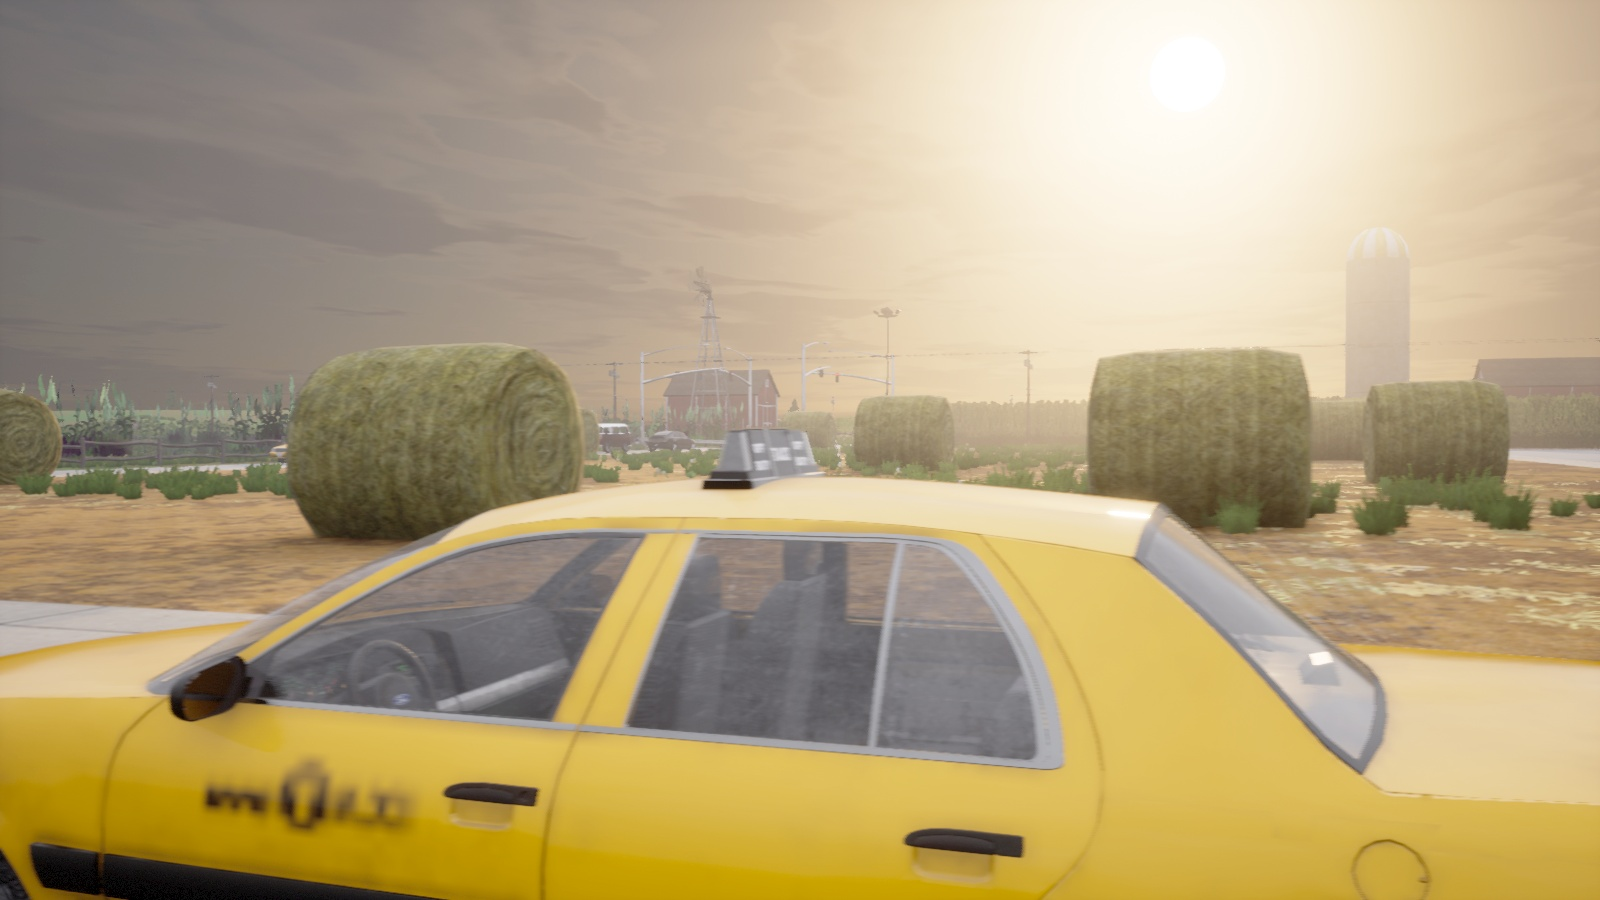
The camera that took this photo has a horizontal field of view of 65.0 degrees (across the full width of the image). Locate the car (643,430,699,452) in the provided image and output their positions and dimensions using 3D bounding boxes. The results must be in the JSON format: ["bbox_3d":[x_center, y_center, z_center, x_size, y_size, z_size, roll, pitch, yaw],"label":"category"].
[{"bbox_3d":[-9.036,-0.656,88.232,1.837,1.490,4.892,1,0,21],"label":"car"}]

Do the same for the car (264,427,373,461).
[{"bbox_3d":[-23.372,-0.342,61.231,1.801,1.575,5.366,1,1,21],"label":"car"}]

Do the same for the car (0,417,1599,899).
[{"bbox_3d":[-0.337,0.711,3.306,5.366,1.575,1.801,1,1,19],"label":"car"}]

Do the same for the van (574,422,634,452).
[{"bbox_3d":[-13.457,-0.926,86.538,2.069,2.038,4.480,1,1,21],"label":"van"}]
